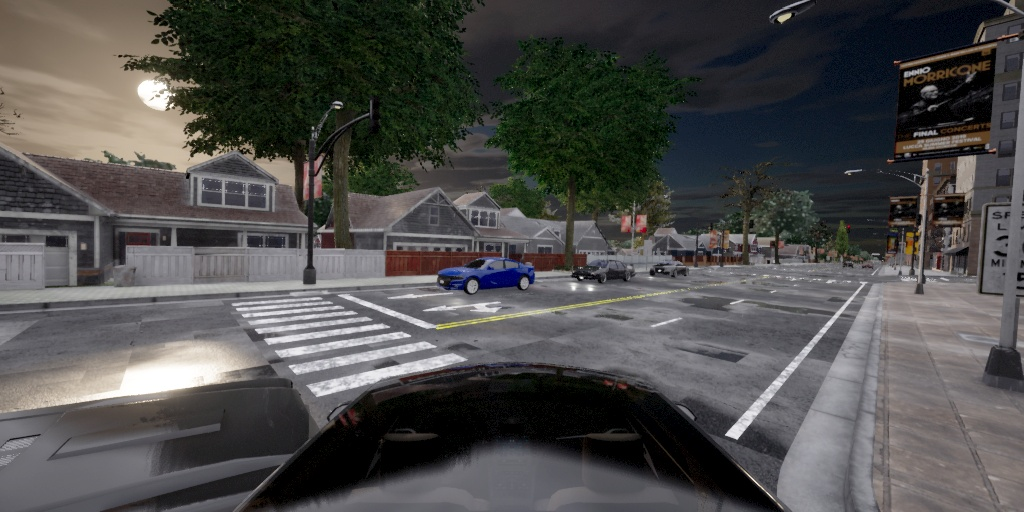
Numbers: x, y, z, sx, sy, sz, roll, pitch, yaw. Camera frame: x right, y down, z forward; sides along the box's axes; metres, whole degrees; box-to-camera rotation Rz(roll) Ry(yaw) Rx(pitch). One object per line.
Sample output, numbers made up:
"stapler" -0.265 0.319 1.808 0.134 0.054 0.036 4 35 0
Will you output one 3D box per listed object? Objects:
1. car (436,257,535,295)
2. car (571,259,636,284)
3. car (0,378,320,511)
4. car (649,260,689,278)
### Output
"car" -1.073 0.804 16.501 5.008 1.535 1.882 0 2 -44
"car" 6.113 0.937 23.400 5.357 1.411 2.033 0 2 -44
"car" -3.314 1.285 1.322 4.718 1.301 1.895 1 2 -34
"car" 13.331 1.019 30.300 4.181 1.385 1.994 1 2 -44
